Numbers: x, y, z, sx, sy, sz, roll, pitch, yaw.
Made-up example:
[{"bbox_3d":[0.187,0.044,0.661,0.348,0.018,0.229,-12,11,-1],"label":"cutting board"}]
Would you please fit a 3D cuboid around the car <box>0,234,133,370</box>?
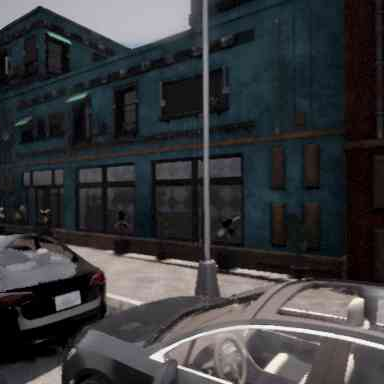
[{"bbox_3d":[-3.550,1.473,5.783,4.792,1.488,2.163,0,0,35],"label":"car"}]
